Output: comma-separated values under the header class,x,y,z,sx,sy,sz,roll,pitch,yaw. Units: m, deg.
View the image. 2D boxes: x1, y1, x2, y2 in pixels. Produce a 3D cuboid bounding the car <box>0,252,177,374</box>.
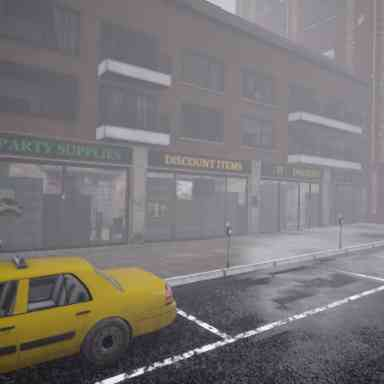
class,x,y,z,sx,sy,sz,roll,pitch,yaw
car,-2.516,1.526,4.278,4.829,1.417,1.752,0,2,-35
